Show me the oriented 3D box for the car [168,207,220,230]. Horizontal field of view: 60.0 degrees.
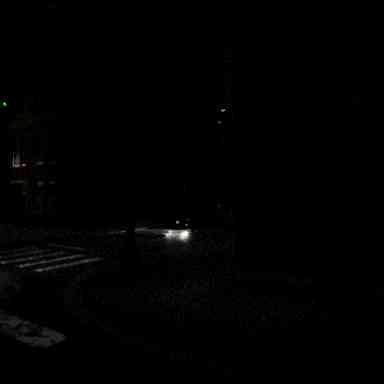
[{"bbox_3d":[0.211,1.756,22.947,1.994,1.385,4.181,-1,-1,35],"label":"car"}]
